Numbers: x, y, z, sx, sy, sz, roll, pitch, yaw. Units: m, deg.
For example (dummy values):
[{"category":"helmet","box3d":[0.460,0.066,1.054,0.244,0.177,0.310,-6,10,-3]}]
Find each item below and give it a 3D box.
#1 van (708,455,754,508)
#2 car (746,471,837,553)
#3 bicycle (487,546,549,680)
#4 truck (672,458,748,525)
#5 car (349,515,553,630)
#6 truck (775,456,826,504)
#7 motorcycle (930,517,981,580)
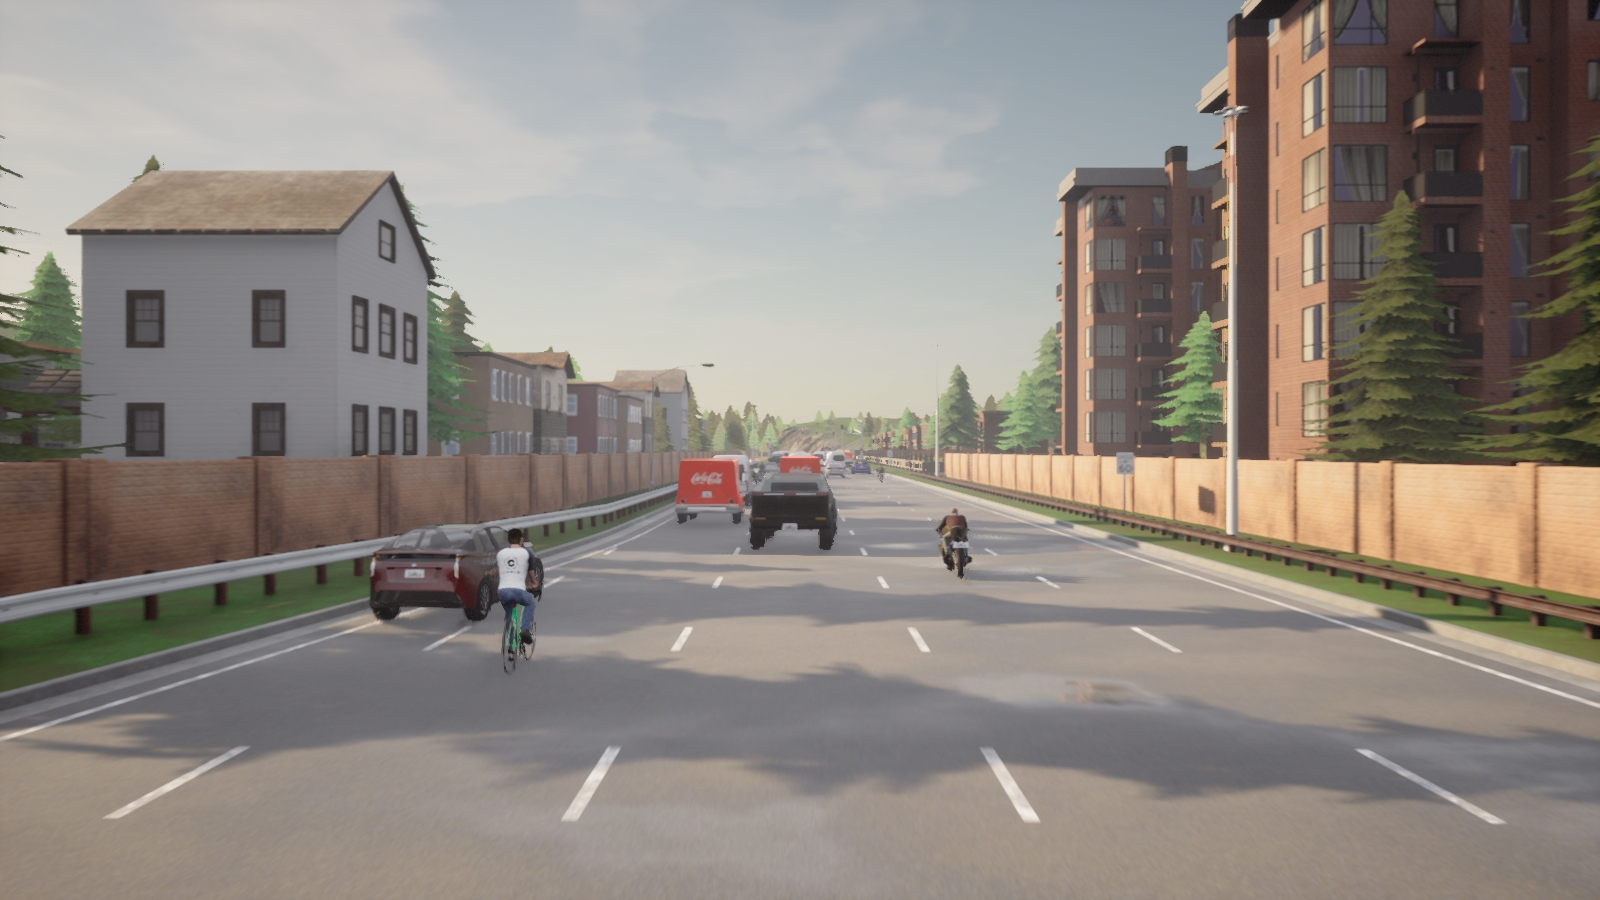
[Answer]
[{"category":"van","box3d":[-3.490,1.535,58.938,1.988,2.561,5.915,0,0,0]},{"category":"car","box3d":[-0.128,1.753,34.367,2.390,2.098,6.274,0,0,3]},{"category":"bicycle","box3d":[-3.617,2.056,14.763,0.373,1.496,1.643,-1,-1,0]},{"category":"truck","box3d":[-3.488,1.567,45.476,2.627,2.467,5.204,0,0,0]},{"category":"car","box3d":[-5.955,2.040,20.112,2.007,1.525,4.514,0,0,3]},{"category":"truck","box3d":[0.014,1.570,61.855,2.627,2.467,5.204,0,0,0]},{"category":"motorcycle","box3d":[3.507,2.205,25.961,0.867,1.251,2.209,0,0,0]}]
